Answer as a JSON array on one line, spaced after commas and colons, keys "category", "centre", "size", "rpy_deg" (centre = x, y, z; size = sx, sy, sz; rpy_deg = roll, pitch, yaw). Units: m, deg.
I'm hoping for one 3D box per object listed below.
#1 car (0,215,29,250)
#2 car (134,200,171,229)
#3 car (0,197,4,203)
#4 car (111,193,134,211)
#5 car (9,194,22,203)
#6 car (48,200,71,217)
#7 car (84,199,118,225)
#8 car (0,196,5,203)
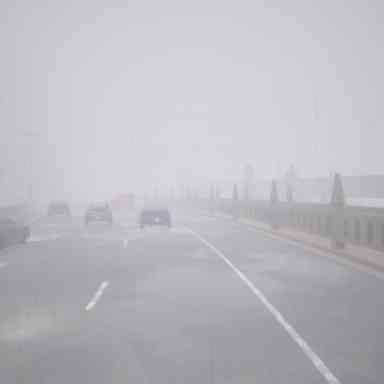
[{"category": "car", "centre": [-8.076, 1.583, 13.189], "size": [1.994, 1.385, 4.181], "rpy_deg": [0, 0, -7]}, {"category": "car", "centre": [-2.572, 1.453, 21.860], "size": [1.882, 1.535, 5.008], "rpy_deg": [0, 0, -12]}, {"category": "car", "centre": [-21.674, 1.596, 35.304], "size": [1.837, 1.490, 4.892], "rpy_deg": [0, 0, -23]}, {"category": "car", "centre": [-8.448, 1.198, 40.362], "size": [2.150, 2.045, 5.566], "rpy_deg": [0, 0, -22]}, {"category": "car", "centre": [-37.909, 1.383, 71.731], "size": [2.150, 2.045, 5.566], "rpy_deg": [-1, 0, -24]}, {"category": "car", "centre": [-12.917, 1.503, 32.529], "size": [1.882, 1.535, 5.008], "rpy_deg": [0, 0, -19]}, {"category": "car", "centre": [-6.695, 1.488, 24.099], "size": [2.128, 1.511, 4.902], "rpy_deg": [0, 0, -14]}, {"category": "car", "centre": [-42.711, 1.718, 73.865], "size": [2.128, 1.511, 4.902], "rpy_deg": [-1, -1, -24]}]
